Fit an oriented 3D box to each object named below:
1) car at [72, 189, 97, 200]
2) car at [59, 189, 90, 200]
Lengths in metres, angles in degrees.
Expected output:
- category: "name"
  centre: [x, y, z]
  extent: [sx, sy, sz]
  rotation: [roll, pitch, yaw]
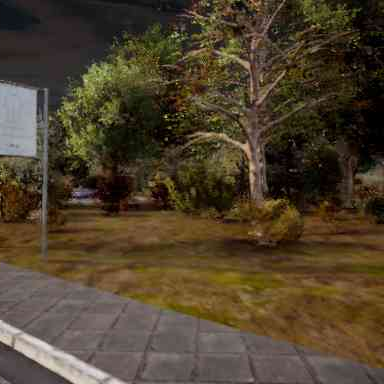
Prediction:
- category: "car"
  centre: [-19.943, 0.469, 63.855]
  extent: [2.150, 2.045, 5.566]
  rotation: [1, 1, 33]
- category: "car"
  centre: [-23.008, 0.383, 65.551]
  extent: [2.150, 2.045, 5.566]
  rotation: [1, 1, 33]
